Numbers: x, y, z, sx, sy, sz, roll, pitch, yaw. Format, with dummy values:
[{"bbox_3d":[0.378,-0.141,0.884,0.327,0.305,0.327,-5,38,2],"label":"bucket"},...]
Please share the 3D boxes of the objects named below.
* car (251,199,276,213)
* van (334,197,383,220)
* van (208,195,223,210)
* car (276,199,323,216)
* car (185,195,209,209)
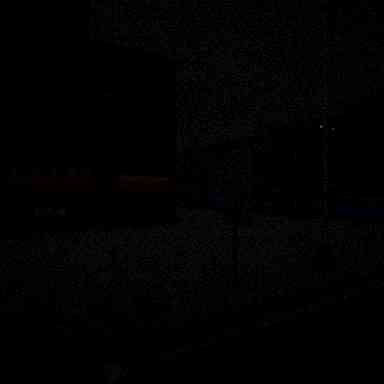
[{"bbox_3d":[7.420,1.435,36.301,1.967,1.590,4.097,0,0,-36],"label":"car"},{"bbox_3d":[13.788,1.304,27.393,1.690,1.788,3.998,0,0,-36],"label":"van"},{"bbox_3d":[4.235,1.353,40.755,1.690,1.788,3.998,0,0,-36],"label":"van"},{"bbox_3d":[10.605,1.419,31.847,1.967,1.590,4.097,0,0,-36],"label":"car"},{"bbox_3d":[1.051,1.345,45.207,2.192,1.841,5.009,0,0,-36],"label":"car"}]
